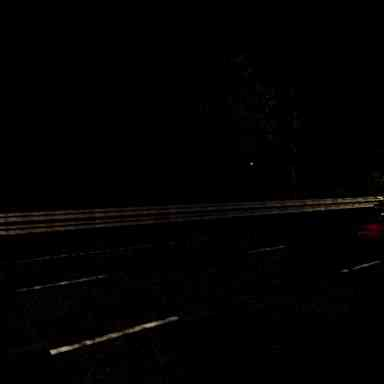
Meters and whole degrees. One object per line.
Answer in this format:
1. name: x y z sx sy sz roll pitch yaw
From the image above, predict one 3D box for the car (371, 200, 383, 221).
1. car: 13.988 1.150 22.353 4.902 1.511 2.128 -1 1 -35
